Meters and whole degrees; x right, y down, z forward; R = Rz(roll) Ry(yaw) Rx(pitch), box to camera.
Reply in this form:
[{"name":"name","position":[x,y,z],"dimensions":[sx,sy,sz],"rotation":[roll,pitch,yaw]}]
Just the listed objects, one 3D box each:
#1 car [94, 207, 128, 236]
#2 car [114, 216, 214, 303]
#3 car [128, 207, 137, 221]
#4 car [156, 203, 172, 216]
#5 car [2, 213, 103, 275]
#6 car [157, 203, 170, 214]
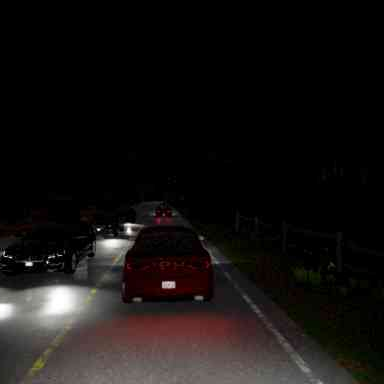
[{"name":"car","position":[-5.303,1.849,20.562],"dimensions":[1.837,1.490,4.892],"rotation":[0,-1,-5]},{"name":"car","position":[-0.648,1.612,8.626],"dimensions":[1.882,1.535,5.008],"rotation":[0,-1,-5]},{"name":"car","position":[-6.156,2.084,30.442],"dimensions":[1.994,1.385,4.181],"rotation":[0,-1,-5]},{"name":"car","position":[-3.352,2.286,39.561],"dimensions":[1.895,1.301,4.718],"rotation":[0,-1,-5]},{"name":"car","position":[-4.481,1.681,11.135],"dimensions":[1.837,1.490,4.892],"rotation":[0,-1,-5]},{"name":"car","position":[-4.220,2.367,49.496],"dimensions":[1.837,1.490,4.892],"rotation":[0,-1,-5]}]
